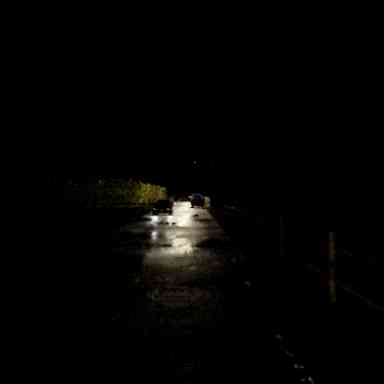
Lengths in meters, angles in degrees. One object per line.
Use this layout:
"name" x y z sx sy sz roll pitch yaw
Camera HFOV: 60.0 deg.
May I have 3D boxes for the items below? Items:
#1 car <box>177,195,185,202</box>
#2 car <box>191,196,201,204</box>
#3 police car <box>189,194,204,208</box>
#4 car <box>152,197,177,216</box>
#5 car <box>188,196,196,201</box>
"car" -2.732 1.471 74.723 1.812 1.442 4.674 0 0 0
"car" 0.841 1.608 66.314 1.882 1.535 5.008 0 0 0
"police car" 0.837 1.505 50.424 1.930 1.638 5.238 0 0 0
"car" -2.837 1.533 33.336 1.837 1.490 4.892 0 0 0
"car" 0.021 1.646 85.790 1.895 1.301 4.718 0 0 0
